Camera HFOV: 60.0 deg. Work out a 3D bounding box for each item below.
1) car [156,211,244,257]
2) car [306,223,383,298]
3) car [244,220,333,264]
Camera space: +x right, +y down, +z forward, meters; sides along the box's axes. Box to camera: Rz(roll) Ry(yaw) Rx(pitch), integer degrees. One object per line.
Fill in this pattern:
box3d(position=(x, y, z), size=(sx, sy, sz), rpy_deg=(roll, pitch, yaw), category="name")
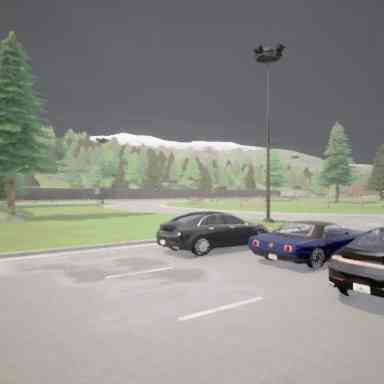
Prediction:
box3d(position=(0.952, 1.509, 13.026), size=(4.892, 1.490, 1.837), rpy_deg=(0, 0, -36), category="car")
box3d(position=(4.976, 1.496, 7.298), size=(4.902, 1.511, 2.128), rpy_deg=(0, 0, -36), category="car")
box3d(position=(4.175, 1.606, 11.024), size=(4.718, 1.301, 1.895), rpy_deg=(0, 0, -36), category="car")
